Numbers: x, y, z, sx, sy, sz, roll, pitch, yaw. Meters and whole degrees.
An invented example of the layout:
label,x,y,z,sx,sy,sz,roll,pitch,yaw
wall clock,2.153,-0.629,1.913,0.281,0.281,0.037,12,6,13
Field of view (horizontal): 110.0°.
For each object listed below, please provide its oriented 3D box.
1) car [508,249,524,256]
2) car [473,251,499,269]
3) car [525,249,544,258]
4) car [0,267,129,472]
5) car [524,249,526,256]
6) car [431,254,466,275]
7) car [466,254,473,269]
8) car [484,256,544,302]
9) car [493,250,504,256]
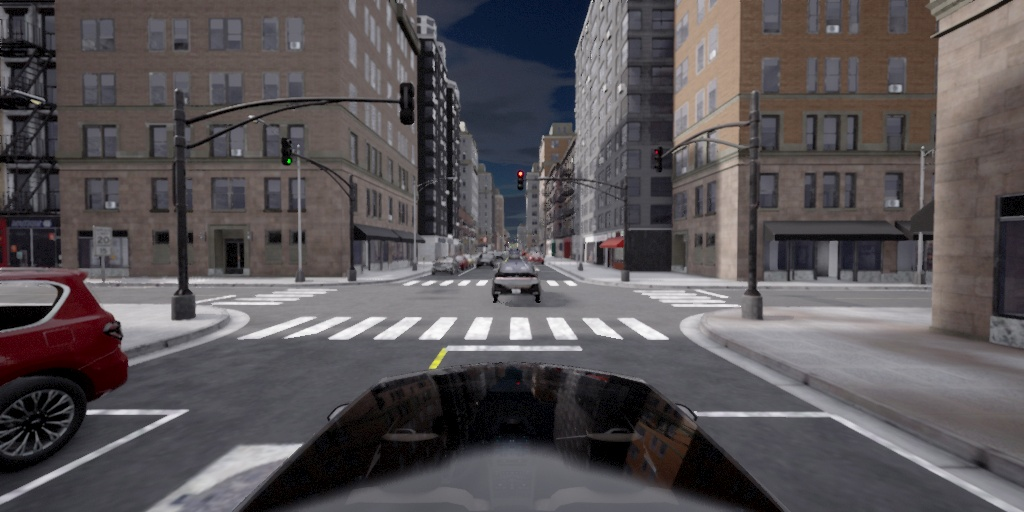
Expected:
label,x,y,z,sx,sy,sz,roll,pitch,yaw
car,0.442,0.002,57.715,2.128,1.511,4.902,0,1,1
car,-2.600,0.486,36.683,1.837,1.490,4.892,0,1,0
car,2.942,0.239,44.768,1.967,1.591,4.097,0,0,0
car,-5.389,1.061,2.019,2.192,1.841,5.009,0,0,0
car,3.390,-0.154,58.398,2.097,1.767,4.553,0,1,0
car,-5.199,0.715,28.475,2.007,1.370,4.403,0,0,0
car,-5.160,0.589,33.928,1.888,1.381,4.507,0,0,0
car,0.180,0.960,15.033,2.128,1.511,4.902,0,1,1
car,-2.357,-0.045,60.586,1.837,1.490,4.892,0,1,1
